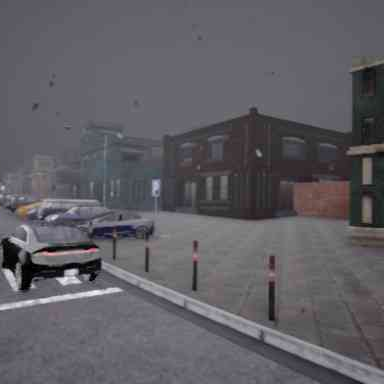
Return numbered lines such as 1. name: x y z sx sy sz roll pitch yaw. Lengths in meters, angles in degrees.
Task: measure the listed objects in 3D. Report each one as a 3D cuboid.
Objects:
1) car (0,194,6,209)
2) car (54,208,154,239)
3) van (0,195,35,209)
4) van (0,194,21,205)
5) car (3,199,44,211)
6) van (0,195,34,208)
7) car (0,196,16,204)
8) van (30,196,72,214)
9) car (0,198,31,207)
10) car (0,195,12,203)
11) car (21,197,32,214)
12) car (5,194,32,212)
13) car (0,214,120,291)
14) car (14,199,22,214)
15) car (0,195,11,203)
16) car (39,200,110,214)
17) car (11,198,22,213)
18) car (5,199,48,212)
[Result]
1. car: -19.793 1.452 40.532 5.566 2.045 2.435 2 -1 -34
2. car: -4.324 1.765 17.433 4.792 1.488 2.163 2 -1 -34
3. van: -25.987 1.456 49.614 4.442 1.987 1.878 2 -1 -34
4. van: -35.269 1.464 63.464 4.442 1.987 1.878 2 -1 -34
5. car: -22.804 1.733 45.055 4.674 1.452 2.002 2 -1 -34
6. van: -27.339 1.462 52.051 4.442 1.987 1.878 2 -1 -34
7. car: -41.372 1.721 72.755 4.892 1.521 2.231 2 -1 -34
8. van: -9.036 1.525 24.319 4.442 1.987 1.878 2 -1 -34
9. car: -29.062 1.723 54.393 4.674 1.452 2.002 2 -1 -34
10. car: -44.485 1.614 77.360 4.553 1.767 2.185 2 -1 -34
11. car: -11.942 1.619 28.916 4.553 1.767 2.185 2 -1 -34
12. car: -16.581 1.469 35.842 5.566 2.045 2.435 2 -1 -34
13. car: -4.154 1.598 9.426 2.128 1.511 4.902 2 -1 -37
14. car: -13.592 1.735 31.306 5.008 1.535 2.097 2 -1 -34
15. car: -46.033 1.625 79.669 4.553 1.767 2.185 2 -1 -34
16. car: -7.296 1.627 21.984 4.553 1.767 2.185 2 -1 -34
17. car: -15.060 1.729 33.518 4.892 1.521 2.231 2 -1 -34
18. car: -21.293 1.738 42.800 4.674 1.452 2.002 2 -1 -34
